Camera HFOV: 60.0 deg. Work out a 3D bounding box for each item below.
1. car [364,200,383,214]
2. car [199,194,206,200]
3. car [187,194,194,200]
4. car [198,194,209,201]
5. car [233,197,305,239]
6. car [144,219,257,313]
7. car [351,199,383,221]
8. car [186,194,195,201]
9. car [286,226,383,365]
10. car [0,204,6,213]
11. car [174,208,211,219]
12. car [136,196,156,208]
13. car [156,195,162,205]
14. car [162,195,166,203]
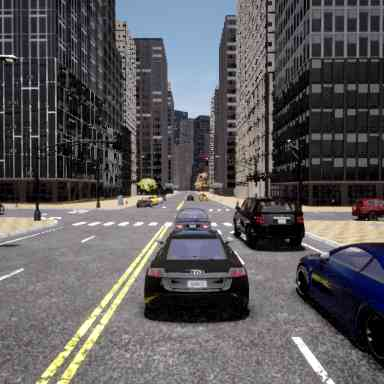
[{"bbox_3d":[21.641,1.643,36.225,4.829,1.417,1.752,1,0,1],"label":"car"},{"bbox_3d":[2.834,1.242,89.058,1.837,1.490,4.892,0,0,0],"label":"car"},{"bbox_3d":[-0.418,1.387,89.461,1.882,1.535,5.008,0,0,0],"label":"car"},{"bbox_3d":[2.883,1.396,78.641,1.882,1.535,5.008,0,0,0],"label":"car"},{"bbox_3d":[3.305,1.213,15.224,2.150,2.045,5.566,0,0,-2],"label":"car"},{"bbox_3d":[0.066,1.560,7.772,1.994,1.385,4.181,0,0,-1],"label":"car"},{"bbox_3d":[16.072,1.520,27.913,5.009,1.841,2.192,1,0,1],"label":"car"},{"bbox_3d":[-0.371,1.426,79.402,1.837,1.490,4.892,0,0,0],"label":"car"},{"bbox_3d":[3.333,1.561,5.803,1.994,1.385,4.181,0,0,-1],"label":"car"},{"bbox_3d":[-19.947,1.345,30.927,4.892,1.490,1.837,1,1,1],"label":"car"},{"bbox_3d":[0.021,1.538,16.994,2.033,1.411,5.357,0,0,0],"label":"car"},{"bbox_3d":[-6.815,1.529,48.167,1.994,1.385,4.181,0,0,0],"label":"car"},{"bbox_3d":[-6.849,1.433,57.096,1.882,1.535,5.008,0,0,0],"label":"car"},{"bbox_3d":[-6.841,1.469,66.544,1.812,1.442,4.674,0,0,0],"label":"car"}]
